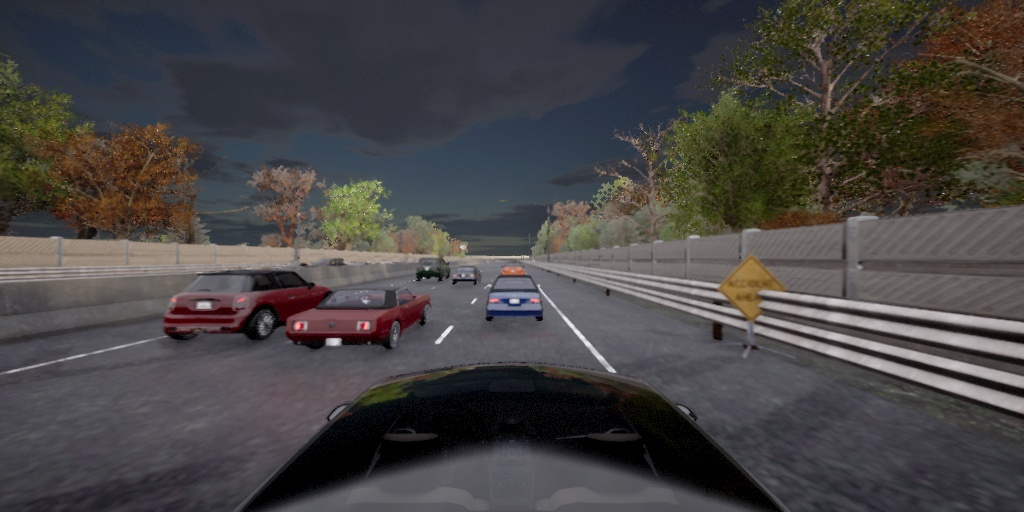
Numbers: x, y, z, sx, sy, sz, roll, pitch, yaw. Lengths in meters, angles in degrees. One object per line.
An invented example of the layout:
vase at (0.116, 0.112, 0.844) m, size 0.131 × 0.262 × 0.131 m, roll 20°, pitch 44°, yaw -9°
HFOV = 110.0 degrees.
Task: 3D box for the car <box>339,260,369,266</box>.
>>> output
car at (-17.598, 1.500, 40.845) m, size 1.837 × 1.490 × 4.892 m, roll 0°, pitch 0°, yaw 0°

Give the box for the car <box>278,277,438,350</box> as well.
car at (-3.435, 1.392, 9.170) m, size 1.895 × 1.301 × 4.718 m, roll 0°, pitch 0°, yaw 0°

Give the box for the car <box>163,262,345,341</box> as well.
car at (-6.930, 1.149, 10.210) m, size 2.097 × 1.767 × 4.553 m, roll 0°, pitch 0°, yaw 0°

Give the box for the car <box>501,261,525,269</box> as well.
car at (0.087, 1.291, 32.685) m, size 2.097 × 1.767 × 4.553 m, roll 0°, pitch 0°, yaw 0°

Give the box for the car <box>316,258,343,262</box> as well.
car at (-21.096, 1.215, 40.924) m, size 2.150 × 2.045 × 5.566 m, roll 0°, pitch 0°, yaw 0°

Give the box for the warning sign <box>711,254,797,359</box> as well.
warning sign at (4.549, 0.893, 6.836) m, size 1.300 × 1.860 × 1.060 m, roll 0°, pitch 0°, yaw 0°

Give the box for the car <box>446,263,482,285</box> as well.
car at (-3.420, 1.455, 27.831) m, size 2.033 × 1.411 × 5.357 m, roll 0°, pitch 0°, yaw 0°

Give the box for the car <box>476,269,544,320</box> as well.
car at (0.082, 1.361, 12.832) m, size 2.033 × 1.411 × 5.357 m, roll 0°, pitch 0°, yaw 0°

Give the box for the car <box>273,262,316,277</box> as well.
car at (-24.595, 1.499, 40.793) m, size 1.837 × 1.490 × 4.892 m, roll 0°, pitch 0°, yaw 0°

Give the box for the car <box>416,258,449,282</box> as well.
car at (-6.911, 1.156, 31.902) m, size 2.150 × 2.045 × 5.566 m, roll 0°, pitch 0°, yaw 0°
